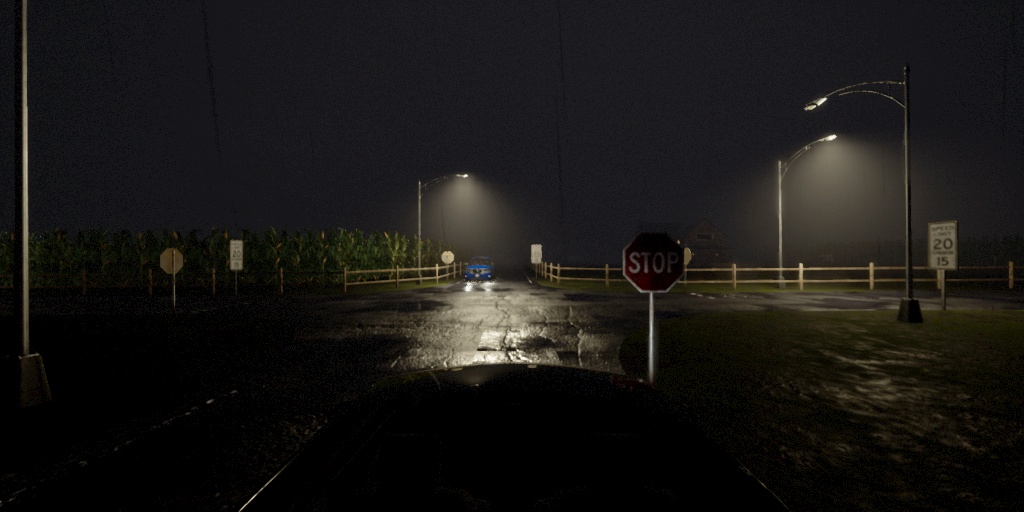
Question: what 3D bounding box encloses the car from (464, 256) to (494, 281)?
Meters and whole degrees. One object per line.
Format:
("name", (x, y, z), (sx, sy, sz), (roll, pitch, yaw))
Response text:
("car", (-2.675, 1.087, 30.446), (2.150, 2.045, 5.566), (0, 2, 0))
